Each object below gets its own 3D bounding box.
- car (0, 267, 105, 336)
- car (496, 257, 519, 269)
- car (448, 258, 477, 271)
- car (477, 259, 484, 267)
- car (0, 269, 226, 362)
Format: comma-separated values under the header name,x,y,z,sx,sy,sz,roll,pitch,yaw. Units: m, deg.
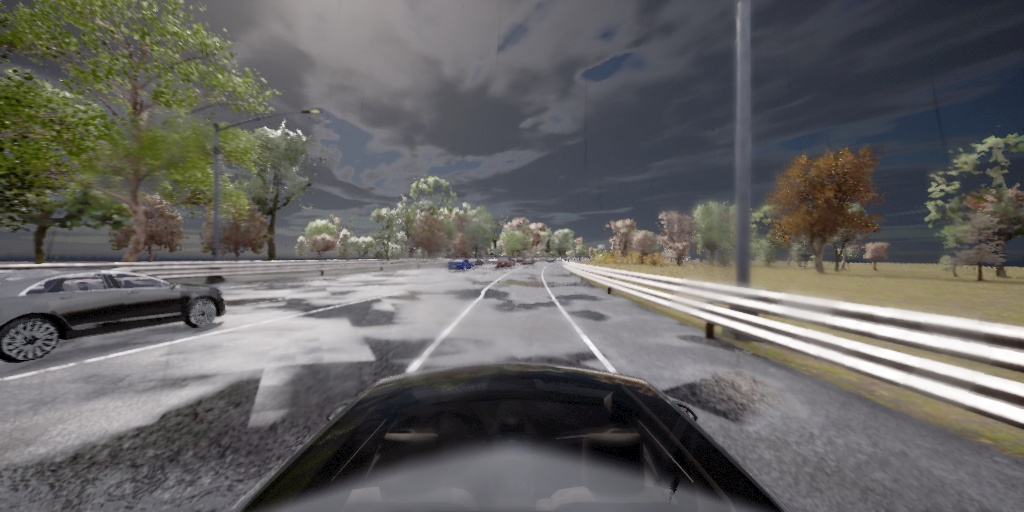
name,x,y,z,sx,sy,sz,roll,pitch,yaw
car,-12.171,1.019,7.453,1.812,1.442,4.674,0,0,8
car,-0.862,0.959,53.350,2.097,1.767,4.553,0,0,11
car,-6.253,1.052,43.886,1.882,1.535,5.008,0,0,11
car,-6.312,1.153,61.628,2.033,1.411,5.357,0,0,12
car,-8.645,0.997,7.439,2.128,1.511,4.902,0,0,8
